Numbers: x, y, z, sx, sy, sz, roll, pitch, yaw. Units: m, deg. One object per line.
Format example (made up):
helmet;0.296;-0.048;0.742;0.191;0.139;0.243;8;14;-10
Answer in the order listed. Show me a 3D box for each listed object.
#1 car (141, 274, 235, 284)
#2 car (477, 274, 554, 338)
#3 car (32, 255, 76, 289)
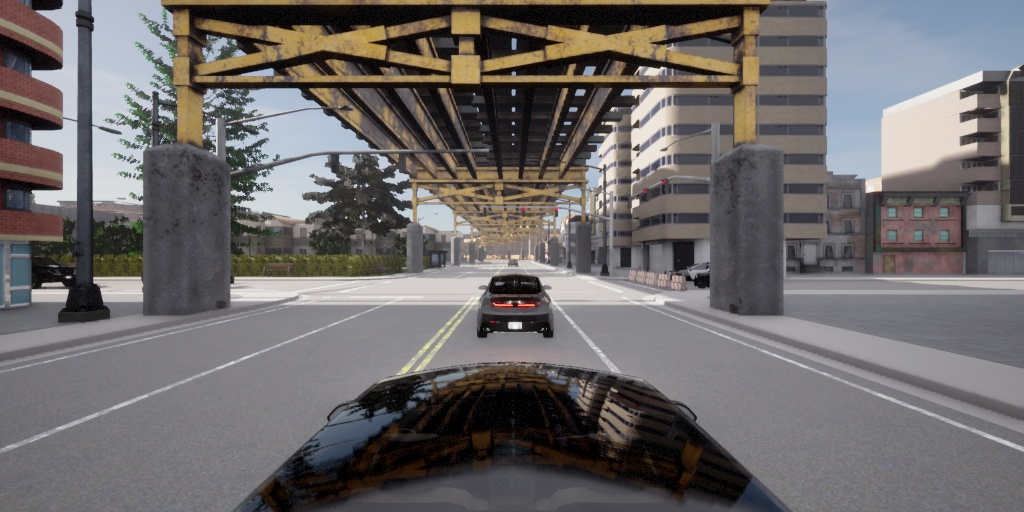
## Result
car;-20.035;1.255;22.285;4.892;1.490;1.837;0;0;0
car;0.087;1.255;10.172;1.837;1.490;4.892;0;0;0
car;-30.393;0.971;22.347;5.566;2.045;2.150;0;0;0
